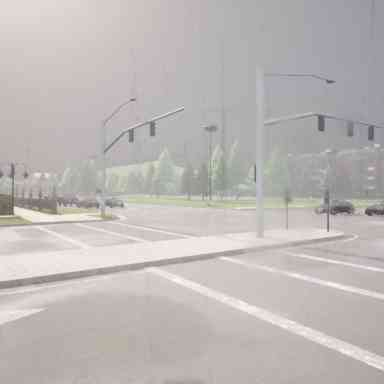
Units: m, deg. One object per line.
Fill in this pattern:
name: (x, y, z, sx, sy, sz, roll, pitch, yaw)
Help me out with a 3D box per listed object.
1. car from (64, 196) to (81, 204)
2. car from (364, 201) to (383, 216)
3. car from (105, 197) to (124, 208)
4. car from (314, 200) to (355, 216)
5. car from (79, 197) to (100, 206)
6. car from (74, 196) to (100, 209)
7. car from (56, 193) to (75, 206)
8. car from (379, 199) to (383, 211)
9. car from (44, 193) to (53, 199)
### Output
car: (-22.954, 1.564, 63.658, 1.994, 1.385, 4.181, 0, 0, -36)
car: (18.269, 1.547, 31.091, 5.357, 1.411, 2.033, 0, 0, -35)
car: (-11.387, 1.491, 47.620, 2.128, 1.511, 4.902, 0, 0, -36)
car: (13.810, 1.492, 32.216, 4.902, 1.511, 2.128, 0, 0, -35)
car: (-17.146, 1.564, 55.563, 1.994, 1.385, 4.181, 0, 0, -36)
car: (-14.192, 1.601, 45.524, 1.895, 1.301, 4.718, 0, 0, -36)
car: (-19.903, 1.221, 53.400, 2.150, 2.045, 5.566, 0, 0, -36)
car: (24.408, 1.562, 39.752, 4.181, 1.385, 1.994, 0, 0, -35)
car: (-26.038, 1.221, 61.947, 2.150, 2.045, 5.566, 0, 0, -35)
